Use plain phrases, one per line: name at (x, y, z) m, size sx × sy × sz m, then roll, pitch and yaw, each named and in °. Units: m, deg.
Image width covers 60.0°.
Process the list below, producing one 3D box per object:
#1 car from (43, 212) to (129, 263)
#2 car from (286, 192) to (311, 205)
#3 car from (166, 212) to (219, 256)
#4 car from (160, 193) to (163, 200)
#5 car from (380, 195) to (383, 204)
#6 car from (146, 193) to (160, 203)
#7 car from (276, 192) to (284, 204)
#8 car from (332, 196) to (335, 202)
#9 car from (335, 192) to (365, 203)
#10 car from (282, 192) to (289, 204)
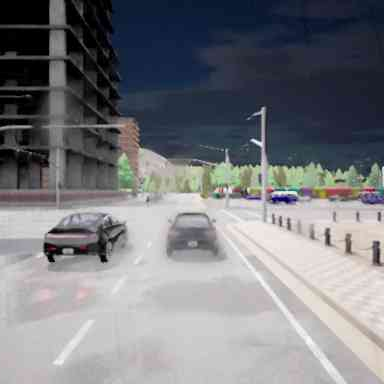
car at (-3.489, 1.461, 11.741) m, size 2.128 × 1.511 × 4.902 m, roll 0°, pitch 0°, yaw 0°
car at (20.788, 1.302, 64.044) m, size 3.806 × 1.475 × 1.970 m, roll 0°, pitch 0°, yaw 0°
car at (0.002, 1.496, 12.937) m, size 1.812 × 1.442 × 4.674 m, roll 0°, pitch 0°, yaw -1°
car at (-8.229, 1.134, 81.857) m, size 2.097 × 1.767 × 4.553 m, roll 0°, pitch 0°, yaw -1°
car at (35.921, 1.315, 58.358) m, size 3.806 × 1.475 × 1.970 m, roll 0°, pitch 0°, yaw 0°
car at (-8.042, 1.370, 66.286) m, size 1.812 × 1.442 × 4.674 m, roll 0°, pitch 0°, yaw 0°
car at (20.708, 1.047, 69.621) m, size 4.605 × 1.855 × 1.932 m, roll 0°, pitch 0°, yaw 0°
car at (35.787, 1.238, 78.151) m, size 3.905 × 1.438 × 1.784 m, roll 0°, pitch 0°, yaw 0°
car at (35.739, 1.034, 75.254) m, size 4.605 × 1.855 × 1.932 m, roll 0°, pitch 0°, yaw 0°
car at (20.773, 1.263, 66.939) m, size 3.905 × 1.438 × 1.784 m, roll 0°, pitch 0°, yaw 0°
